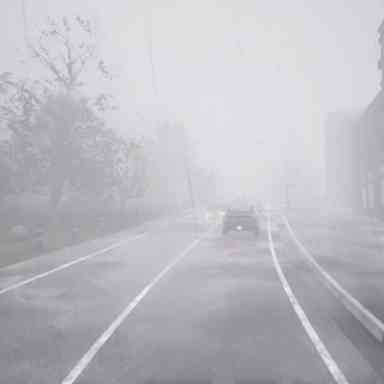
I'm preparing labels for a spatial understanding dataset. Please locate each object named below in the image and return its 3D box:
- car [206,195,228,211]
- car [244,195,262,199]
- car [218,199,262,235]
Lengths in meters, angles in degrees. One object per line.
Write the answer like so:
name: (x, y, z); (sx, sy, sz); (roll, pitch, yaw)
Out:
car: (2.702, 1.108, 34.194); (1.837, 1.490, 4.892); (-1, 1, 13)
car: (6.651, 0.994, 36.242); (1.812, 1.442, 4.674); (-1, 2, 12)
car: (2.779, 1.408, 18.460); (1.837, 1.490, 4.892); (-1, 1, 12)
